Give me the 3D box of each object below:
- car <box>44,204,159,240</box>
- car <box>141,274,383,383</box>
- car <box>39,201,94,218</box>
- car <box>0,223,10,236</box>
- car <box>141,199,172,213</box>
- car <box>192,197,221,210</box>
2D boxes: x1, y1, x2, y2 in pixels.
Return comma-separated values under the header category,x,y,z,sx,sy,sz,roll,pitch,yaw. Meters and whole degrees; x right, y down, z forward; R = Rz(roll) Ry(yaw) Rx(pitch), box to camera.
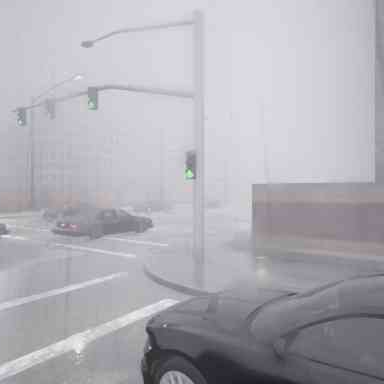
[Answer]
category,x,y,z,sx,sy,sz,roll,pitch,yaw
car,-4.357,1.547,17.031,2.033,1.411,5.357,0,0,35
car,1.741,1.478,2.764,5.008,1.535,1.882,0,0,37
car,-10.099,1.492,27.428,2.128,1.511,4.902,0,0,34
car,-10.764,1.548,13.977,2.033,1.411,5.357,0,0,35
car,-4.172,1.505,35.566,1.837,1.490,4.892,0,0,36
car,1.997,1.478,44.022,1.882,1.535,5.008,0,0,36
